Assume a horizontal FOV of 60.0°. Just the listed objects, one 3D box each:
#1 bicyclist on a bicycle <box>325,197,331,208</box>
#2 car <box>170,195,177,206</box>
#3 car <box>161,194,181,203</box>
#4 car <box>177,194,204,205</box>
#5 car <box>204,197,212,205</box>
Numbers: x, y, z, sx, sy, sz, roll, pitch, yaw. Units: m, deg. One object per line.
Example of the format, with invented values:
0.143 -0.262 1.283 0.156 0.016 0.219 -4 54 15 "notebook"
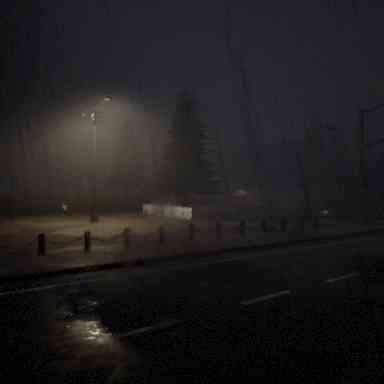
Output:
19.210 1.498 46.921 1.656 1.620 0.582 0 0 -36 "bicyclist on a bicycle"
-4.793 1.691 54.788 1.994 1.385 4.181 0 0 -35 "car"
-4.607 1.386 72.716 2.097 1.767 4.553 0 0 -36 "car"
-0.699 1.379 61.266 2.150 2.045 5.566 0 -1 -32 "car"
1.745 1.654 63.898 1.882 1.535 5.008 0 -1 -35 "car"
